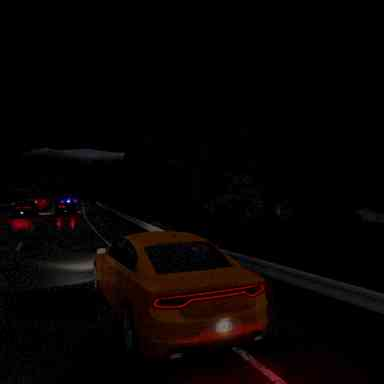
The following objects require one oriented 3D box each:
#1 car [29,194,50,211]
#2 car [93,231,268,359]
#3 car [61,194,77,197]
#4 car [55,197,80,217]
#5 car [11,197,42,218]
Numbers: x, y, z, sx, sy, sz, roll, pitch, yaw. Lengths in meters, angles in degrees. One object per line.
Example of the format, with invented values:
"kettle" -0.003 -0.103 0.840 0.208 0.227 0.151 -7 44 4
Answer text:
"car" -18.458 1.219 40.062 2.150 2.045 5.566 0 0 -19
"car" -0.639 1.478 6.295 1.882 1.535 5.008 0 0 -25
"car" -15.290 1.219 41.447 2.150 2.045 5.566 0 0 -18
"car" -11.882 1.490 31.546 2.128 1.511 4.902 0 0 -19
"car" -15.059 1.502 30.161 1.837 1.490 4.892 0 0 -19
